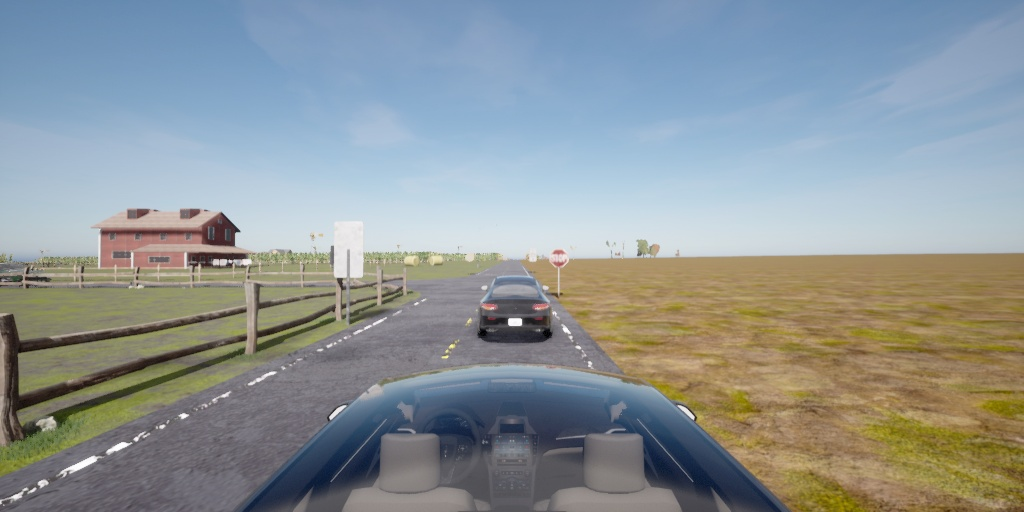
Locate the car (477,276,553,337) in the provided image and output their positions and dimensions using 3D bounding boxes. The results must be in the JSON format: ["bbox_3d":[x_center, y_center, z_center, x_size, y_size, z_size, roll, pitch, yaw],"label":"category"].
[{"bbox_3d":[0.086,1.277,10.128,1.812,1.442,4.674,0,0,0],"label":"car"}]

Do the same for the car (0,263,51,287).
[{"bbox_3d":[-36.397,1.284,25.813,4.553,1.767,2.097,0,-1,1],"label":"car"}]
